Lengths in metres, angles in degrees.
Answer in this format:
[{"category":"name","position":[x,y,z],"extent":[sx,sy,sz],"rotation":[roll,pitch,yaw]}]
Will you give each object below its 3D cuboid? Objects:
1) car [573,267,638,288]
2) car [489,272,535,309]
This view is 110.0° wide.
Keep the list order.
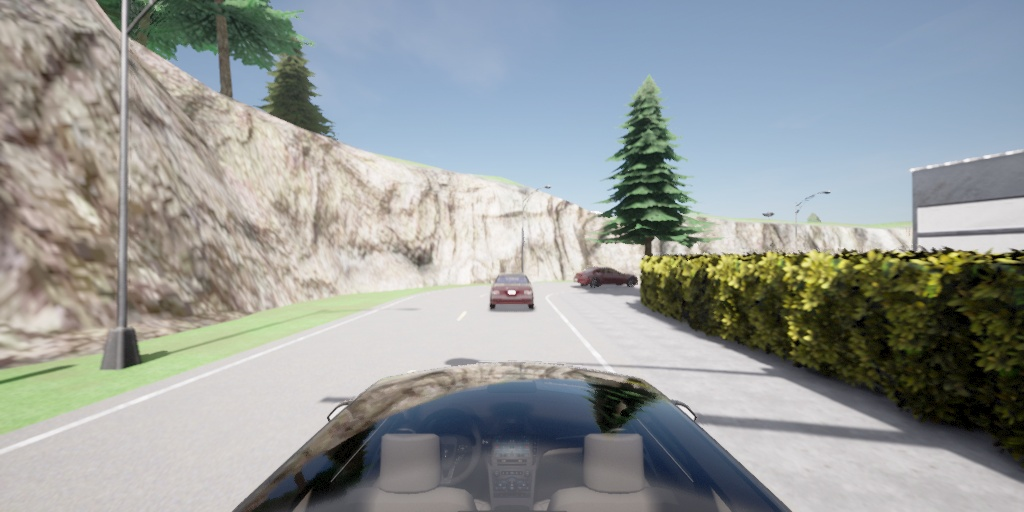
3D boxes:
[{"category":"car","position":[6.684,1.498,25.596],"extent":[4.674,1.442,1.812],"rotation":[0,-1,-15]},{"category":"car","position":[0.008,1.429,15.835],"extent":[2.033,1.411,5.357],"rotation":[0,-1,0]}]
